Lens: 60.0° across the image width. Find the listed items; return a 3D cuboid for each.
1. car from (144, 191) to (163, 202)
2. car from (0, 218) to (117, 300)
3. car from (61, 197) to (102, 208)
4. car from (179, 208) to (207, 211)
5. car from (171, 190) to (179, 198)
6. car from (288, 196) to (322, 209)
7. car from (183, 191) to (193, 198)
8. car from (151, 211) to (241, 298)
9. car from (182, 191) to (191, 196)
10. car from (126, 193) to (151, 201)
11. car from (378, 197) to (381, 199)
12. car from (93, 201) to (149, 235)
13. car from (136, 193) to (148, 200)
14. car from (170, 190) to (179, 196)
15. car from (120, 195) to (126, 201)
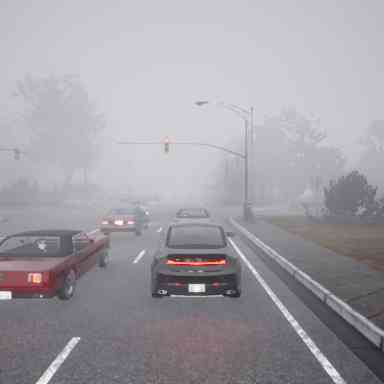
[{"bbox_3d":[-7.240,1.011,61.892,2.128,1.511,4.902,0,1,0],"label":"car"},{"bbox_3d":[-3.421,1.569,8.246,1.895,1.301,4.718,0,0,0],"label":"car"},{"bbox_3d":[-13.840,1.294,41.696,1.895,1.301,4.718,1,1,43],"label":"car"},{"bbox_3d":[0.064,1.494,17.742,1.895,1.301,4.718,0,0,0],"label":"car"},{"bbox_3d":[-4.217,0.752,84.807,2.128,1.511,4.902,0,1,-4],"label":"car"},{"bbox_3d":[13.633,1.212,38.484,4.902,1.511,2.128,0,0,-3],"label":"car"},{"bbox_3d":[-0.745,0.772,85.347,1.994,1.385,4.181,0,1,-4],"label":"car"},{"bbox_3d":[0.080,1.472,8.429,1.837,1.490,4.892,0,0,0],"label":"car"},{"bbox_3d":[-1.506,0.452,95.224,2.033,1.411,5.357,0,1,-7],"label":"car"},{"bbox_3d":[-7.217,1.230,45.060,1.994,1.385,4.181,0,0,0],"label":"car"},{"bbox_3d":[24.299,0.936,39.114,5.566,2.045,2.150,0,0,-3],"label":"car"},{"bbox_3d":[-3.462,1.440,17.835,2.033,1.411,5.357,0,0,-1],"label":"car"},{"bbox_3d":[-10.759,0.970,71.214,1.994,1.385,4.181,0,1,-1],"label":"car"},{"bbox_3d":[-4.986,0.270,94.854,2.097,1.767,4.553,0,1,-7],"label":"car"},{"bbox_3d":[-10.736,1.120,56.193,2.033,1.411,5.357,0,0,0],"label":"car"}]
